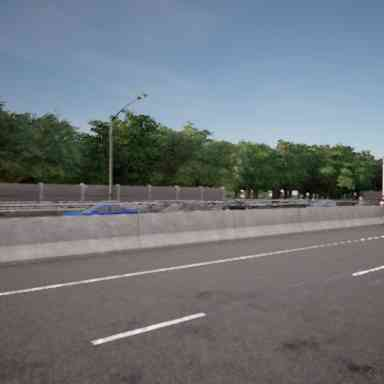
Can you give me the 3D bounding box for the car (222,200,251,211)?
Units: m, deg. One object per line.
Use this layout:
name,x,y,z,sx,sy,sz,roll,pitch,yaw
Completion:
car,4.473,1.653,37.243,4.892,1.490,1.837,1,-1,-35

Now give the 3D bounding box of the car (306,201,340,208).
car,13.908,1.719,35.308,4.674,1.442,1.812,1,0,-35

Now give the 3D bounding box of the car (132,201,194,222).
car,-2.390,1.586,28.082,4.892,1.490,1.837,1,0,-35

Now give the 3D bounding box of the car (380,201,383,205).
car,35.525,1.847,59.322,4.553,1.767,2.097,1,0,-36

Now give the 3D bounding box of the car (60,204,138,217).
car,-5.826,1.520,21.335,5.008,1.535,1.882,1,0,-35

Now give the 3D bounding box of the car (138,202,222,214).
car,-0.694,1.415,20.694,4.553,1.767,2.097,0,0,-35
